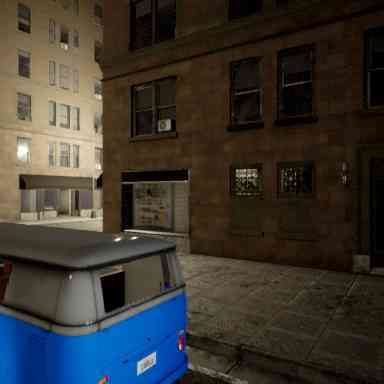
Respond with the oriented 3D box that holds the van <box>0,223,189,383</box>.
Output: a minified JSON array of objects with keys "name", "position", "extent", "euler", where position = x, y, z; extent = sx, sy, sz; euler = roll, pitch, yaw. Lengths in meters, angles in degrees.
[{"name":"van","position":[-1.966,1.341,4.085],"extent":[3.998,1.788,1.690],"euler":[0,0,33]}]
